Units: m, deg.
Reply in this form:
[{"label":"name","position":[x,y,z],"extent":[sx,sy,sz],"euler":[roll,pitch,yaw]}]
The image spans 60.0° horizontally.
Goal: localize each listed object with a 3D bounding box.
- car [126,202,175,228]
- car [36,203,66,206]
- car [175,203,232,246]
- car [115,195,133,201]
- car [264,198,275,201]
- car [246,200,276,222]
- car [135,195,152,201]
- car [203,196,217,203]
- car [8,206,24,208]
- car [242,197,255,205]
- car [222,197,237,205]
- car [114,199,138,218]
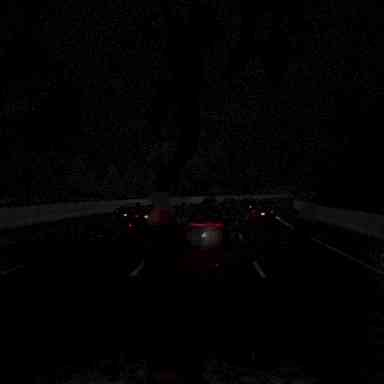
[{"label":"car","position":[-2.329,1.522,22.073],"extent":[2.033,1.411,5.357],"euler":[1,0,8]},{"label":"car","position":[-14.601,1.354,34.715],"extent":[1.837,1.490,4.892],"euler":[1,-1,10]},{"label":"car","position":[0.715,1.498,15.336],"extent":[2.128,1.511,4.902],"euler":[0,0,5]},{"label":"car","position":[-15.072,1.310,73.701],"extent":[1.994,1.385,4.181],"euler":[1,0,20]},{"label":"car","position":[14.193,1.708,61.479],"extent":[1.994,1.385,4.181],"euler":[1,0,20]},{"label":"car","position":[5.626,1.621,26.866],"extent":[1.994,1.385,4.181],"euler":[1,0,9]},{"label":"car","position":[-10.858,1.415,74.974],"extent":[1.895,1.301,4.718],"euler":[1,0,20]},{"label":"car","position":[3.344,1.558,62.386],"extent":[1.812,1.442,4.674],"euler":[0,0,19]},{"label":"car","position":[-18.391,1.334,33.284],"extent":[1.812,1.442,4.674],"euler":[1,0,9]},{"label":"car","position":[10.600,1.599,61.955],"extent":[2.128,1.511,4.902],"euler":[0,0,20]},{"label":"car","position":[7.038,1.634,62.294],"extent":[1.994,1.385,4.181],"euler":[1,0,19]},{"label":"car","position":[-4.971,1.548,28.776],"extent":[1.895,1.301,4.718],"euler":[1,0,9]}]
